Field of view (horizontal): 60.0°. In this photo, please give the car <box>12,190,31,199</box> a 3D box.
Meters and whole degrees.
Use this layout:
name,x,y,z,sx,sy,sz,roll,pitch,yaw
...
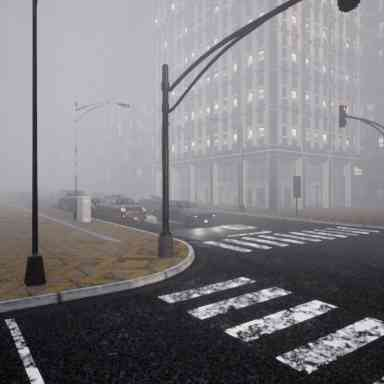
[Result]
name,x,y,z,sx,sy,sz,roll,pitch,yaw
car,-27.324,0.422,53.955,1.887,1.381,4.507,1,0,-36

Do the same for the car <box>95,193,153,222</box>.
name,x,y,z,sx,sy,sz,roll,pitch,yaw
car,-4.617,1.069,22.222,1.967,1.590,4.097,1,0,-36

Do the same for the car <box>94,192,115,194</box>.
name,x,y,z,sx,sy,sz,roll,pitch,yaw
car,-6.618,0.980,29.445,2.128,1.511,4.902,0,1,-36

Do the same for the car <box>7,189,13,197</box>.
name,x,y,z,sx,sy,sz,roll,pitch,yaw
car,-30.567,0.321,58.489,2.008,1.369,4.403,1,0,-36

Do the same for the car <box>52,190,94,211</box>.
name,x,y,z,sx,sy,sz,roll,pitch,yaw
car,-11.101,0.729,31.288,2.192,1.841,5.009,1,0,-36

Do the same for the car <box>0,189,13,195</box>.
name,x,y,z,sx,sy,sz,roll,pitch,yaw
car,-40.298,0.016,72.089,1.947,1.339,4.313,1,0,-36

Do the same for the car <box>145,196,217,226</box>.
name,x,y,z,sx,sy,sz,roll,pitch,yaw
car,-0.695,1.232,21.180,2.033,1.411,5.357,0,1,-34

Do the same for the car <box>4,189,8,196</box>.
name,x,y,z,sx,sy,sz,roll,pitch,yaw
car,-33.811,0.208,63.022,1.887,1.381,4.507,1,0,-36

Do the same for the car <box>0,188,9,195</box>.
name,x,y,z,sx,sy,sz,roll,pitch,yaw
car,-43.541,-0.112,76.622,1.887,1.381,4.507,1,0,-36

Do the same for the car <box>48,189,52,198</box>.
name,x,y,z,sx,sy,sz,roll,pitch,yaw
car,-23.115,0.378,58.000,1.812,1.442,4.674,0,1,-36

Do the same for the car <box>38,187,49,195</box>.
name,x,y,z,sx,sy,sz,roll,pitch,yaw
car,-33.529,-0.020,77.031,1.887,1.381,4.507,1,0,-36

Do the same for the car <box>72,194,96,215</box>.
name,x,y,z,sx,sy,sz,roll,pitch,yaw
car,-7.864,1.103,26.756,1.802,1.307,4.206,1,0,-36

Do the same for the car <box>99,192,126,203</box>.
name,x,y,z,sx,sy,sz,roll,pitch,yaw
car,-10.915,0.707,45.425,1.752,1.417,4.829,1,0,-36

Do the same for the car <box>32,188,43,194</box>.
name,x,y,z,sx,sy,sz,roll,pitch,yaw
car,-40.019,-0.212,86.102,1.947,1.339,4.313,1,0,-36

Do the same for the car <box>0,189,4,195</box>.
name,x,y,z,sx,sy,sz,roll,pitch,yaw
car,-37.054,0.107,67.556,2.008,1.369,4.403,1,0,-36

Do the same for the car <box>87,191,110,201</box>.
name,x,y,z,sx,sy,sz,roll,pitch,yaw
car,-14.062,0.644,49.821,1.947,1.339,4.313,1,0,-36

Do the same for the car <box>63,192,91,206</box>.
name,x,y,z,sx,sy,sz,roll,pitch,yaw
car,-13.680,0.781,39.340,1.812,1.442,4.674,0,1,-35
